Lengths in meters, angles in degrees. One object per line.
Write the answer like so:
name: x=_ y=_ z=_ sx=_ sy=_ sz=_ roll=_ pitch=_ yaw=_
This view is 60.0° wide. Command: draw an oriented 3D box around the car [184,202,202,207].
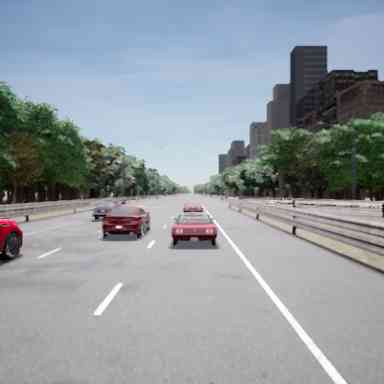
car: x=0.100 y=1.609 z=33.036 sx=1.895 sy=1.301 sz=4.718 roll=0 pitch=0 yaw=0

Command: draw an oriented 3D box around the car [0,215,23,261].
car: x=-6.900 y=1.224 z=9.111 sx=2.150 sy=2.045 sz=5.566 roll=0 pitch=0 yaw=0

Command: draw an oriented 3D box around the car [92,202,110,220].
car: x=-6.902 y=1.554 z=28.228 sx=2.033 sy=1.411 sz=5.357 roll=0 pitch=0 yaw=0

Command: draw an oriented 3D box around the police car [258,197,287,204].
police car: x=11.953 y=1.601 z=50.109 sx=2.038 sy=1.542 sz=4.974 roll=0 pitch=0 yaw=-26

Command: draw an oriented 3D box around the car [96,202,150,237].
car: x=-3.401 y=1.482 z=17.931 sx=1.882 sy=1.535 sz=5.008 roll=0 pitch=0 yaw=0

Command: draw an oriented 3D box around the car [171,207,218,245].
car: x=0.099 y=1.605 z=15.557 sx=1.895 sy=1.301 sz=4.718 roll=0 pitch=0 yaw=0
